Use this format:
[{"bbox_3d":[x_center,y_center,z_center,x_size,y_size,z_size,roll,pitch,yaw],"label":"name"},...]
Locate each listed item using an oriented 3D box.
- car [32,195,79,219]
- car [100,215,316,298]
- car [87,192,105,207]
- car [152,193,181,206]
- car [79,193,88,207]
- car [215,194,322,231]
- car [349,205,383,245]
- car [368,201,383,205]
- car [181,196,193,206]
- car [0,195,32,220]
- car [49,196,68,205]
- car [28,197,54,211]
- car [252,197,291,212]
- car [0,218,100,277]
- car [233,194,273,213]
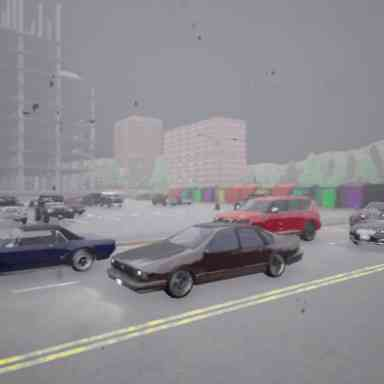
[{"bbox_3d":[-9.616,1.138,23.129,1.905,1.878,3.866,0,0,-36],"label":"car"},{"bbox_3d":[0.628,1.539,8.656,5.357,1.411,2.033,0,0,-35],"label":"car"},{"bbox_3d":[-17.368,1.105,57.789,1.932,1.855,4.605,0,0,-36],"label":"car"},{"bbox_3d":[-4.038,1.109,48.847,1.932,1.855,4.605,0,0,-36],"label":"car"},{"bbox_3d":[-19.511,1.318,56.174,1.784,1.438,3.905,0,0,-36],"label":"car"},{"bbox_3d":[3.426,1.206,14.844,5.566,2.045,2.150,0,0,-34],"label":"car"},{"bbox_3d":[8.691,1.475,14.200,4.902,1.511,2.128,0,0,-34],"label":"car"},{"bbox_3d":[11.779,1.328,20.578,4.553,1.767,2.097,0,0,-34],"label":"car"},{"bbox_3d":[-1.654,1.317,50.494,1.784,1.438,3.905,0,0,-36],"label":"car"},{"bbox_3d":[-11.992,1.138,21.475,1.932,1.855,4.605,0,0,-36],"label":"car"},{"bbox_3d":[-21.857,1.352,54.477,1.970,1.475,3.806,0,0,-36],"label":"car"},{"bbox_3d":[-17.670,1.366,38.862,1.970,1.475,3.806,0,0,-36],"label":"car"},{"bbox_3d":[8.607,1.357,36.359,1.970,1.475,3.806,0,0,-36],"label":"car"},{"bbox_3d":[-4.658,1.594,9.229,4.718,1.301,1.895,0,0,-35],"label":"car"},{"bbox_3d":[6.256,1.121,34.669,1.905,1.878,3.866,0,0,-36],"label":"car"}]
